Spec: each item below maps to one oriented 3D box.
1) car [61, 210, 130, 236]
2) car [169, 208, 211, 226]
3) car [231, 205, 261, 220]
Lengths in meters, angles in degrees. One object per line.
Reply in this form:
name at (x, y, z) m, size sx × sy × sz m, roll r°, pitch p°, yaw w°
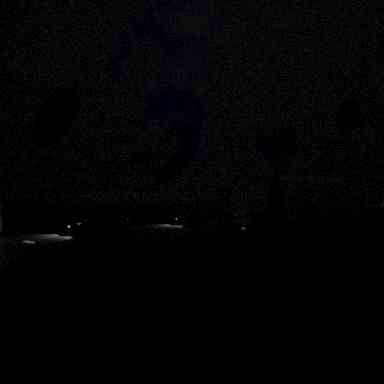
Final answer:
car at (-5.851, 1.835, 20.558) m, size 1.994 × 1.385 × 4.181 m, roll 1°, pitch 0°, yaw 36°
car at (-0.098, 2.067, 28.657) m, size 1.994 × 1.385 × 4.181 m, roll 1°, pitch -1°, yaw 36°
car at (6.147, 2.288, 37.458) m, size 1.837 × 1.490 × 4.892 m, roll 1°, pitch -1°, yaw 36°
